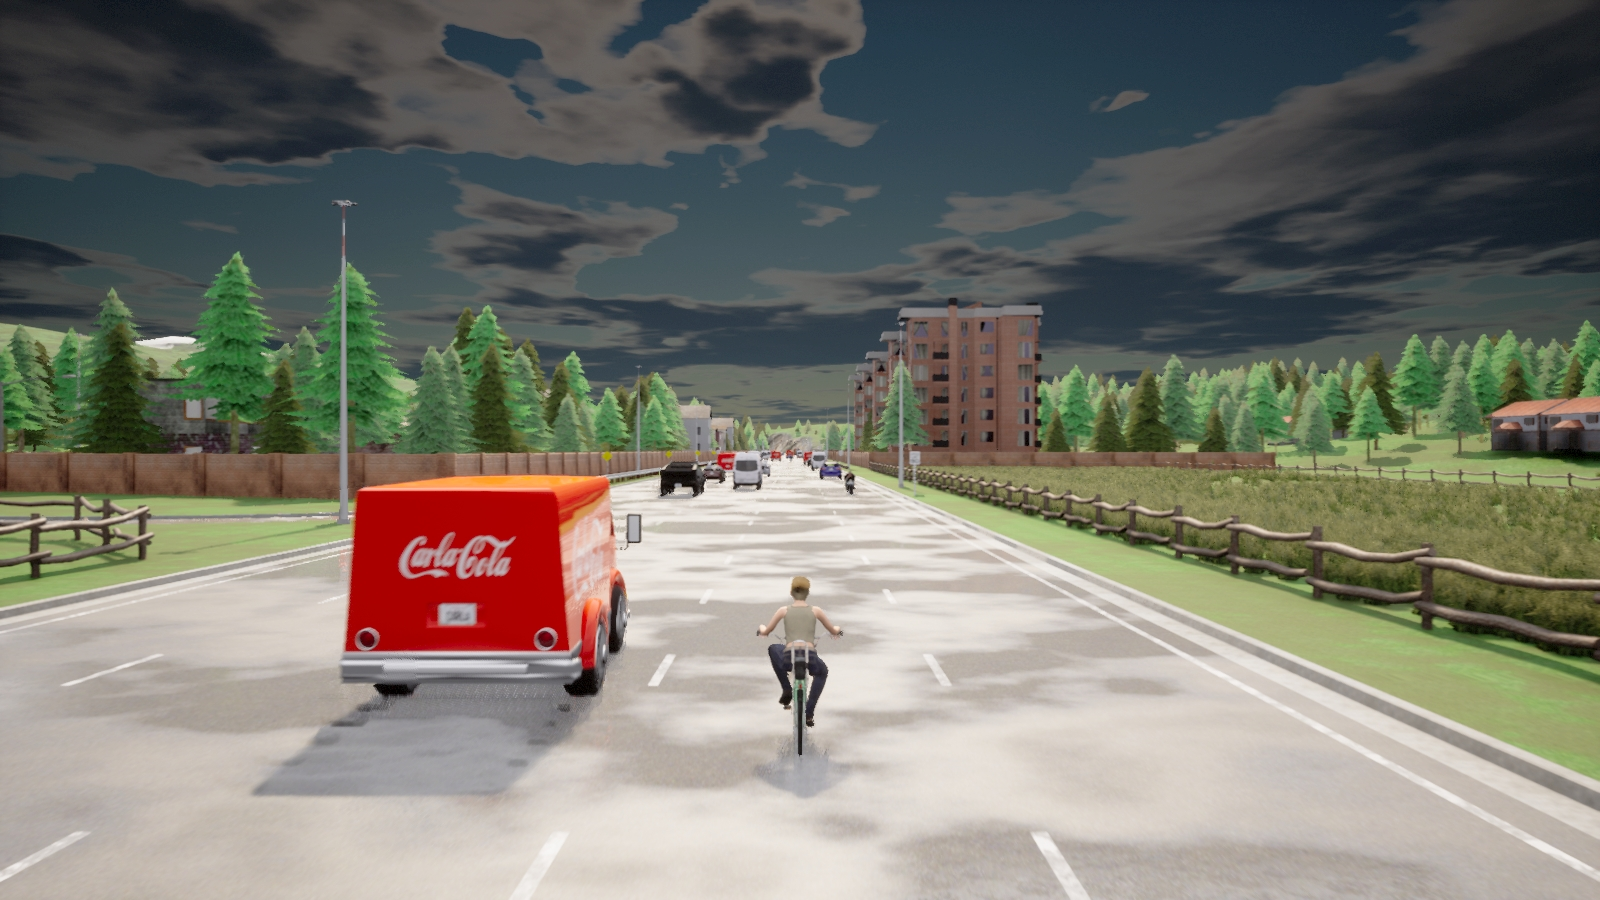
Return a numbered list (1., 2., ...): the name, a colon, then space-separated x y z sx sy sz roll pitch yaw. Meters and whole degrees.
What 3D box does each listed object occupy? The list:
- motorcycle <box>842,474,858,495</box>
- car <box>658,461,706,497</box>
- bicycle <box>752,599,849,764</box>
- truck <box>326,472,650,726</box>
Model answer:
1. motorcycle: 3.197 2.205 73.072 0.867 1.251 2.209 0 0 0
2. car: -7.291 1.754 71.329 2.390 2.098 6.274 0 0 0
3. bicycle: 0.000 2.158 10.935 0.859 1.276 1.487 0 0 0
4. truck: -3.517 1.570 14.230 2.627 2.467 5.204 0 0 0
